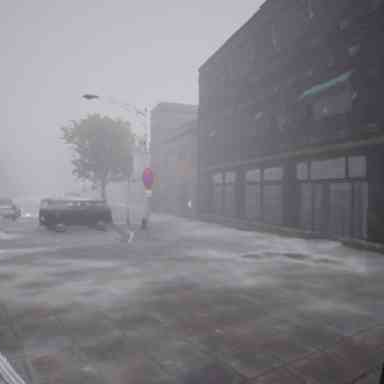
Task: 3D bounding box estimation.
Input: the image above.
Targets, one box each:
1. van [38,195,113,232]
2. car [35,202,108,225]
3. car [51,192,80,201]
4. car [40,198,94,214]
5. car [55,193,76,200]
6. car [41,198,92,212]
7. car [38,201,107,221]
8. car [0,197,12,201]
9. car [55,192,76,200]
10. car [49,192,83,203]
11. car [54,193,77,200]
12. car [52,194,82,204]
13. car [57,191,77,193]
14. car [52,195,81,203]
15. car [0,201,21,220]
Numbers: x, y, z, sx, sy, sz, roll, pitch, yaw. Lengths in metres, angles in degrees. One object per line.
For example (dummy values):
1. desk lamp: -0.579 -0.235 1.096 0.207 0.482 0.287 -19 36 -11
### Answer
1. van: -7.137 1.388 20.936 4.442 1.987 1.878 2 -1 -42
2. car: -9.451 1.636 26.416 5.008 1.535 2.097 2 -1 -42
3. car: -28.036 1.005 73.932 5.566 2.045 2.435 2 0 -41
4. car: -14.020 1.561 37.464 5.366 1.575 1.946 2 0 -41
5. car: -31.300 1.078 82.337 4.553 1.767 2.185 2 -1 -41
6. car: -15.118 1.535 40.258 5.366 1.575 1.946 2 0 -41
7. car: -10.435 1.642 29.326 5.366 1.575 1.946 2 -1 -42
8. car: -29.280 1.397 51.661 1.895 1.301 4.718 1 0 -21
9. car: -33.415 1.047 87.970 4.553 1.767 2.185 2 0 -41
10. car: -24.772 1.066 65.527 5.566 2.045 2.435 2 0 -41
11. car: -30.216 1.094 79.538 4.553 1.767 2.185 2 -1 -41
12. car: -22.577 1.238 59.972 4.553 1.767 2.185 2 0 -41
13. car: -21.492 1.262 57.173 4.553 1.767 2.185 2 0 -41
14. car: -23.695 1.380 62.753 4.674 1.452 2.002 2 -1 -41
15. car: -15.862 1.680 28.395 1.895 1.301 4.718 1 0 -22
